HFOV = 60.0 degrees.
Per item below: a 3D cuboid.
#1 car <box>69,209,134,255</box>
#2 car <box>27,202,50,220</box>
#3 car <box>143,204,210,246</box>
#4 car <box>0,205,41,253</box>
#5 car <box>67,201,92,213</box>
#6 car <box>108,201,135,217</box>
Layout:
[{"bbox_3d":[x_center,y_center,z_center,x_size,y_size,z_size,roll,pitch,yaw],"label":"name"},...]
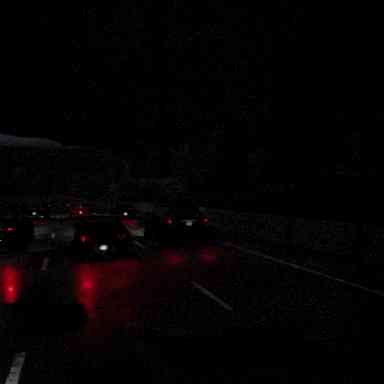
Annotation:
[{"bbox_3d":[-3.778,1.591,13.347,1.895,1.301,4.718,0,0,-21],"label":"car"},{"bbox_3d":[-13.431,1.588,28.810,1.882,1.535,5.008,0,-1,-21],"label":"car"},{"bbox_3d":[-0.871,1.332,15.549,2.097,1.767,4.553,0,0,-21],"label":"car"},{"bbox_3d":[-7.527,1.497,13.366,2.128,1.511,4.902,0,0,-21],"label":"car"},{"bbox_3d":[-10.158,1.576,30.051,1.882,1.535,5.008,0,-1,-21],"label":"car"},{"bbox_3d":[-6.408,1.579,30.031,1.837,1.490,4.892,0,0,-21],"label":"car"}]
